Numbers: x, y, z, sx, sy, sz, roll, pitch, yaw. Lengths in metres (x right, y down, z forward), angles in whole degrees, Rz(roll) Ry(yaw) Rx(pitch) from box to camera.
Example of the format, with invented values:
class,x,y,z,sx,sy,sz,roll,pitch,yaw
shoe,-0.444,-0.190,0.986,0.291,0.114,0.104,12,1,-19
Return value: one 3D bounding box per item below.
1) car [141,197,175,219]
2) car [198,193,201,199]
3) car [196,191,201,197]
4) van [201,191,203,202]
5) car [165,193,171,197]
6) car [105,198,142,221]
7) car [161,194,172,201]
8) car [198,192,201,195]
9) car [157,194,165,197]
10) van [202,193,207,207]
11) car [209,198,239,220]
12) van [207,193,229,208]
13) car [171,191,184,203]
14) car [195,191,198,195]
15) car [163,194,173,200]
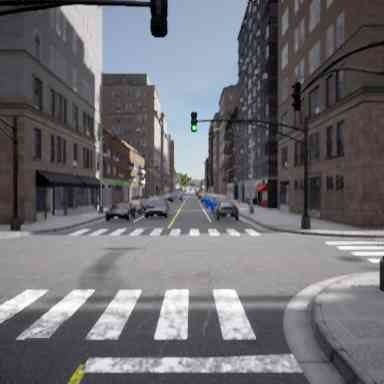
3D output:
class,x,y,z,sx,sy,sz,roll,pitch,yaw
car,-2.778,1.405,27.816,2.033,1.411,5.357,0,0,0
car,2.577,1.261,59.936,1.802,1.307,4.206,0,0,0
car,2.554,1.097,82.664,1.887,1.381,4.507,0,0,0
van,2.589,1.084,48.570,1.690,1.788,3.998,0,0,0
car,-5.448,1.245,59.927,1.947,1.339,4.313,0,0,0
car,-5.414,1.432,25.834,1.947,1.339,4.313,0,0,0
car,-5.459,1.161,71.291,1.887,1.381,4.507,0,0,0
car,2.571,1.172,65.787,1.752,1.417,4.829,0,0,0
car,-5.436,1.293,48.563,2.008,1.369,4.403,0,0,0
van,2.594,1.115,42.887,1.690,1.788,3.998,0,0,0
car,2.612,1.417,25.842,2.008,1.369,4.403,0,0,0
van,2.606,1.177,31.523,1.690,1.788,3.998,0,0,0
car,-2.812,0.808,62.249,2.150,2.045,5.566,0,0,0
car,2.548,0.960,88.346,1.967,1.590,4.097,0,0,0
car,-5.465,1.135,76.973,2.008,1.369,4.403,0,0,0
